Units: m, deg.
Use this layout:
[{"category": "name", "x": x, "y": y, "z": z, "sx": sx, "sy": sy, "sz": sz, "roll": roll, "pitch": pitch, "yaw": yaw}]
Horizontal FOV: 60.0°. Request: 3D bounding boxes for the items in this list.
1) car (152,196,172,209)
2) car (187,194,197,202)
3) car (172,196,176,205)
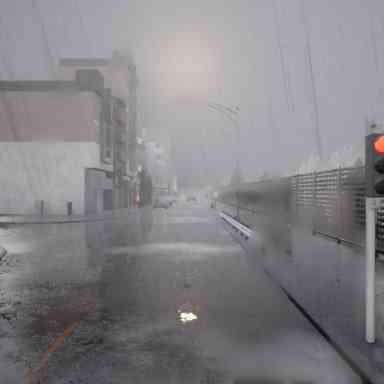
[{"category": "car", "x": -4.116, "y": 1.505, "z": 44.388, "sx": 1.837, "sy": 1.490, "sz": 4.892, "roll": 0, "pitch": 0, "yaw": 0}, {"category": "car", "x": -0.038, "y": 1.355, "z": 76.657, "sx": 2.097, "sy": 1.767, "sz": 4.553, "roll": 0, "pitch": 0, "yaw": 0}, {"category": "car", "x": -4.113, "y": 1.478, "z": 54.621, "sx": 1.882, "sy": 1.535, "sz": 5.008, "roll": 0, "pitch": 0, "yaw": 0}]
